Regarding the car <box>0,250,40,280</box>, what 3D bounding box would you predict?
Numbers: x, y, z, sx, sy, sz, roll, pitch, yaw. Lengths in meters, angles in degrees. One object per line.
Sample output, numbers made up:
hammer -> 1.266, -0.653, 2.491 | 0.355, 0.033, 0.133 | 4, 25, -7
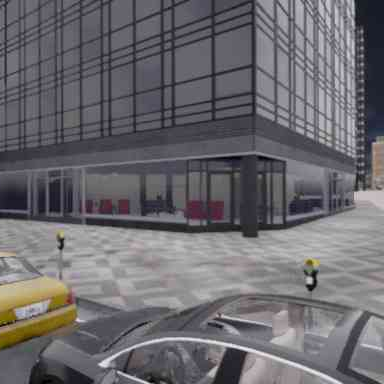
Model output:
car -> -4.027, 1.570, 5.830 | 4.829, 1.417, 1.752 | 0, 0, 35

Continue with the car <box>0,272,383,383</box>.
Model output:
car -> 0.419, 1.558, 2.663 | 4.403, 1.369, 2.008 | 0, 0, 35
